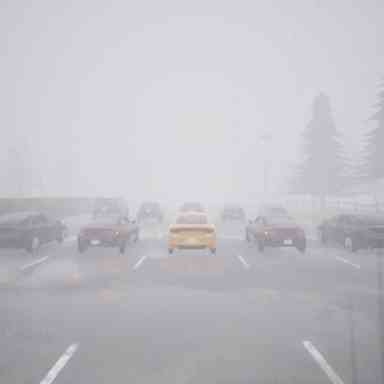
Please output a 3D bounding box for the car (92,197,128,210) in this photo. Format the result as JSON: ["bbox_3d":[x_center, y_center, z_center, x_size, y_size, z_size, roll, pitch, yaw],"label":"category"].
[{"bbox_3d":[-7.002,1.486,29.013,2.150,2.045,5.566,0,0,0],"label":"car"}]

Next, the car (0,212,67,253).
[{"bbox_3d":[-6.999,1.641,14.308,1.837,1.490,4.892,0,0,0],"label":"car"}]

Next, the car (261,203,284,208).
[{"bbox_3d":[7.002,1.780,29.303,1.837,1.490,4.892,0,0,0],"label":"car"}]

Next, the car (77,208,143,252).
[{"bbox_3d":[-3.497,1.660,14.381,1.812,1.442,4.674,0,0,0],"label":"car"}]

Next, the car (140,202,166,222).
[{"bbox_3d":[-3.500,1.620,29.083,2.097,1.767,4.553,0,-1,0],"label":"car"}]

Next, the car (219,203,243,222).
[{"bbox_3d":[3.505,1.751,29.478,1.882,1.535,5.008,0,0,0],"label":"car"}]

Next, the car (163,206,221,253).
[{"bbox_3d":[0.003,1.613,14.476,1.882,1.535,5.008,0,0,0],"label":"car"}]

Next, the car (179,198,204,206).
[{"bbox_3d":[0.000,1.620,29.082,2.097,1.767,4.553,0,-1,0],"label":"car"}]

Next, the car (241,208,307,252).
[{"bbox_3d":[3.503,1.660,14.402,1.812,1.442,4.674,0,0,0],"label":"car"}]

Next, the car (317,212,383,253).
[{"bbox_3d":[7.001,1.641,14.298,1.837,1.490,4.892,0,0,0],"label":"car"}]
